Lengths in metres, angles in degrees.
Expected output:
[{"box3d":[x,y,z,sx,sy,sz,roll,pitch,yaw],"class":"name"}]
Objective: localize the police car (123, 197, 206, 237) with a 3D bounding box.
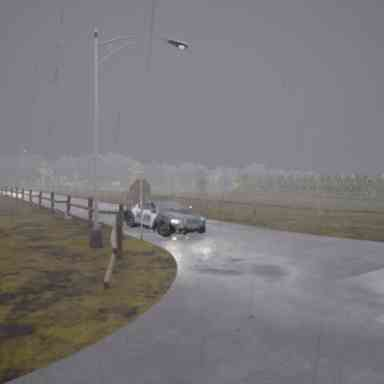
[{"box3d":[-1.310,1.049,15.306,2.038,1.542,4.974,-1,3,-36],"class":"police car"}]
